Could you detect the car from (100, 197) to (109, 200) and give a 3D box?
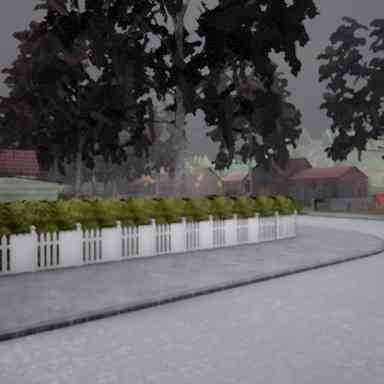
[{"bbox_3d":[-14.049,1.515,53.866,1.895,1.301,4.718,0,0,-35],"label":"car"}]
